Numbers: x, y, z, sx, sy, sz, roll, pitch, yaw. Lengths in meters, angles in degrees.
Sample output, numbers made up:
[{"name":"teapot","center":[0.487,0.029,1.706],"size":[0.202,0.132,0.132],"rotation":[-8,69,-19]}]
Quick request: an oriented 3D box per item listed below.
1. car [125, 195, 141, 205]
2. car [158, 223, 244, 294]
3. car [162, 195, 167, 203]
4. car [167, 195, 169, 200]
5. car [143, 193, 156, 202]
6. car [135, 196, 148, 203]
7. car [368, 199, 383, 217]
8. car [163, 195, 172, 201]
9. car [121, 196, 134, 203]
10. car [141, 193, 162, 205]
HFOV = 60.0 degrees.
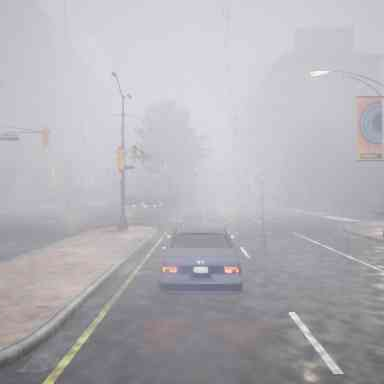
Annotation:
[{"name":"car","center":[-10.515,1.352,57.850],"size":[2.097,1.767,4.553],"rotation":[0,0,1]},{"name":"car","center":[0.229,1.547,8.920],"size":[2.033,1.411,5.357],"rotation":[0,0,1]},{"name":"car","center":[-6.799,1.352,66.744],"size":[2.097,1.767,4.553],"rotation":[0,0,1]},{"name":"car","center":[-6.588,1.525,76.518],"size":[2.128,1.511,4.902],"rotation":[0,0,1]},{"name":"car","center":[-10.048,1.225,78.710],"size":[2.150,2.045,5.566],"rotation":[0,0,1]},{"name":"car","center":[-10.254,1.505,68.025],"size":[1.837,1.490,4.892],"rotation":[0,0,1]},{"name":"car","center":[18.325,1.547,28.861],"size":[5.357,1.411,2.033],"rotation":[0,0,1]},{"name":"car","center":[-6.400,1.478,86.611],"size":[1.882,1.535,5.008],"rotation":[0,0,1]},{"name":"car","center":[-13.464,1.595,69.814],"size":[1.895,1.301,4.718],"rotation":[0,0,1]},{"name":"car","center":[-7.015,1.352,57.972],"size":[2.097,1.767,4.553],"rotation":[0,0,1]}]
